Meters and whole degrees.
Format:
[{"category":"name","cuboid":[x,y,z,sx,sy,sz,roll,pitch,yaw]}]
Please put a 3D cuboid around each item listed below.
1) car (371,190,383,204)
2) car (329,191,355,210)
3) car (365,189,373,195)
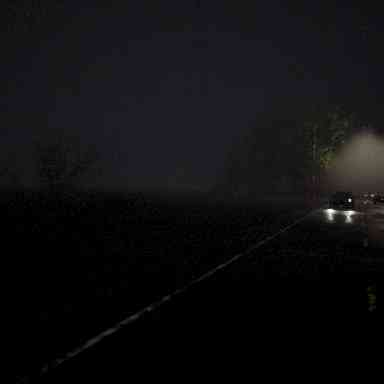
[{"category":"car","cuboid":[24.748,0.830,43.297,1.994,1.385,4.181,2,2,29]},{"category":"car","cuboid":[14.725,0.713,32.489,2.097,1.767,4.553,2,2,28]},{"category":"car","cuboid":[44.925,-0.039,83.774,1.837,1.490,4.892,2,2,33]}]
